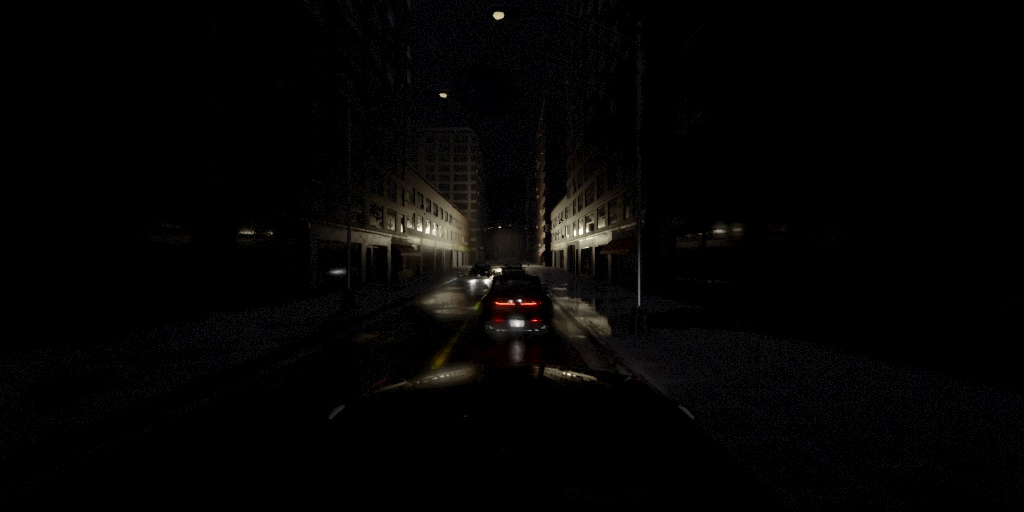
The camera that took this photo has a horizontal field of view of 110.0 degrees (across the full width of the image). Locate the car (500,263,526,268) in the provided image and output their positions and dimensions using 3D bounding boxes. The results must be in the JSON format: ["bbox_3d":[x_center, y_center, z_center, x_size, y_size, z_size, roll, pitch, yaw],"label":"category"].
[{"bbox_3d":[0.094,1.251,28.168,2.128,1.511,4.902,0,0,0],"label":"car"}]

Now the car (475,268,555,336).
[{"bbox_3d":[0.104,1.257,10.385,1.837,1.490,4.892,0,0,0],"label":"car"}]

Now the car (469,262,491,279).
[{"bbox_3d":[-2.853,1.310,33.489,2.033,1.411,5.357,0,0,0],"label":"car"}]
